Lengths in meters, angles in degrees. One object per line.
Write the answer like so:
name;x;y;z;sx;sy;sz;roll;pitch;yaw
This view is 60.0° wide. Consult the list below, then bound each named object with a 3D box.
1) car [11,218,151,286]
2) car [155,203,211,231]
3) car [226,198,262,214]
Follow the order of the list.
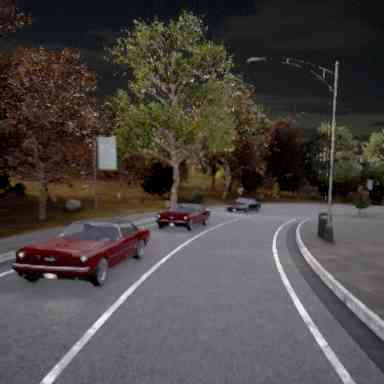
car;-2.656;1.445;9.203;1.895;1.301;4.718;1;1;9
car;-0.383;1.345;18.993;1.895;1.301;4.718;2;1;17
car;5.100;1.252;31.928;2.033;1.411;5.357;4;2;30
